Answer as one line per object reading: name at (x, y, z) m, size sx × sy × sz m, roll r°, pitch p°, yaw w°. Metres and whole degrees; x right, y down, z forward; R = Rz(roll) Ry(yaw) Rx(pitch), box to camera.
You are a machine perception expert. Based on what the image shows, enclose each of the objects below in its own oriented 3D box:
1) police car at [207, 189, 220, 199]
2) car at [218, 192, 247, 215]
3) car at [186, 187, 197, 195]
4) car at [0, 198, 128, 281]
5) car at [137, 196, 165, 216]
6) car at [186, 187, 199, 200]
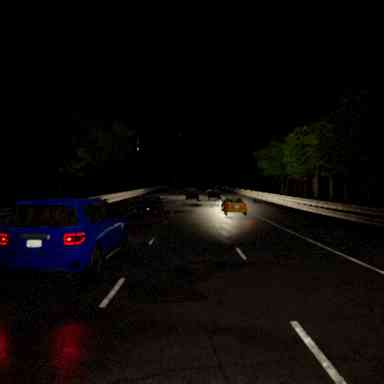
police car at (3.471, 0.251, 52.724) m, size 1.930 × 1.638 × 5.238 m, roll 0°, pitch 2°, yaw 0°
car at (3.535, 1.064, 28.524) m, size 1.801 × 1.575 × 5.366 m, roll 0°, pitch 2°, yaw 0°
car at (-0.038, -0.201, 67.002) m, size 2.128 × 1.511 × 4.902 m, roll 0°, pitch 2°, yaw 0°
car at (-3.406, 1.181, 9.862) m, size 2.150 × 2.045 × 5.566 m, roll 0°, pitch 0°, yaw 0°
car at (-3.417, 1.094, 28.237) m, size 1.882 × 1.535 × 5.008 m, roll 0°, pitch 2°, yaw 0°
car at (0.069, 0.393, 50.115) m, size 1.882 × 1.535 × 5.008 m, roll 0°, pitch 2°, yaw 0°
